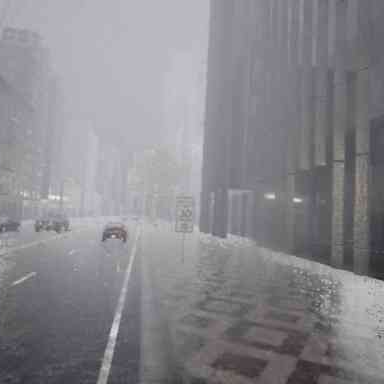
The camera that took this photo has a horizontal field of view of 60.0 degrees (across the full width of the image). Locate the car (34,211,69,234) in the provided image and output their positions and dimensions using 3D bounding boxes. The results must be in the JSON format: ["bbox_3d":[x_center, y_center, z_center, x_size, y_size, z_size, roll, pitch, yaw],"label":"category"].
[{"bbox_3d":[-13.718,2.973,32.934,2.150,2.045,5.566,4,-4,-8],"label":"car"}]

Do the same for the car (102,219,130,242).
[{"bbox_3d":[-6.276,3.255,27.481,1.837,1.490,4.892,4,-4,-8],"label":"car"}]

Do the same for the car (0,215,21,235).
[{"bbox_3d":[-16.371,2.769,28.591,1.882,1.535,5.008,4,-4,-8],"label":"car"}]
